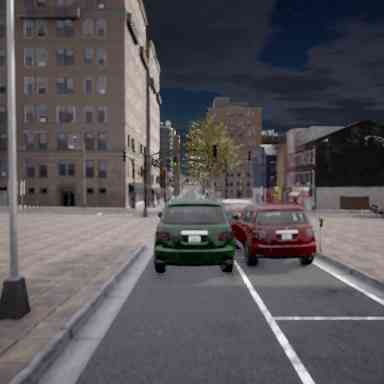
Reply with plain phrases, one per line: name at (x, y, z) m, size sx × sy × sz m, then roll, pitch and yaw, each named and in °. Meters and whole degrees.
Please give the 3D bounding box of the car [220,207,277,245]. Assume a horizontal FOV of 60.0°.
car at (2.612, 1.556, 16.490) m, size 2.008 × 1.369 × 4.403 m, roll -2°, pitch 0°, yaw 0°

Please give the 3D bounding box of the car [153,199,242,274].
car at (0.036, 1.224, 10.753) m, size 2.150 × 2.045 × 5.566 m, roll 0°, pitch 0°, yaw -1°

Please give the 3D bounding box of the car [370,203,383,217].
car at (20.017, 1.741, 32.345) m, size 4.902 × 1.511 × 2.128 m, roll 0°, pitch 2°, yaw 0°

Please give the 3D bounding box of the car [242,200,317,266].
car at (2.607, 1.315, 11.505) m, size 2.192 × 1.841 × 5.009 m, roll -2°, pitch 0°, yaw 0°

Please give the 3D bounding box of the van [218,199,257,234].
van at (2.606, 1.350, 19.810) m, size 1.690 × 1.788 × 3.998 m, roll -2°, pitch 0°, yaw 0°

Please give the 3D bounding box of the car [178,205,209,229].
car at (0.107, 1.612, 22.773) m, size 1.895 × 1.301 × 4.718 m, roll 0°, pitch 0°, yaw 1°
